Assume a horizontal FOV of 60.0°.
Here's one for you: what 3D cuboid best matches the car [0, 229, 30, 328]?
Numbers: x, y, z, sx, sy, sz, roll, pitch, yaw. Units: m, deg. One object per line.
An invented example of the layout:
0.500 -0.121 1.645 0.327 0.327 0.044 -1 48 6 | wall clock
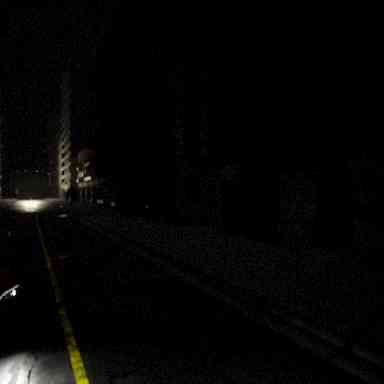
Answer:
-4.285 1.524 6.622 1.812 1.442 4.674 0 0 -26 | car
